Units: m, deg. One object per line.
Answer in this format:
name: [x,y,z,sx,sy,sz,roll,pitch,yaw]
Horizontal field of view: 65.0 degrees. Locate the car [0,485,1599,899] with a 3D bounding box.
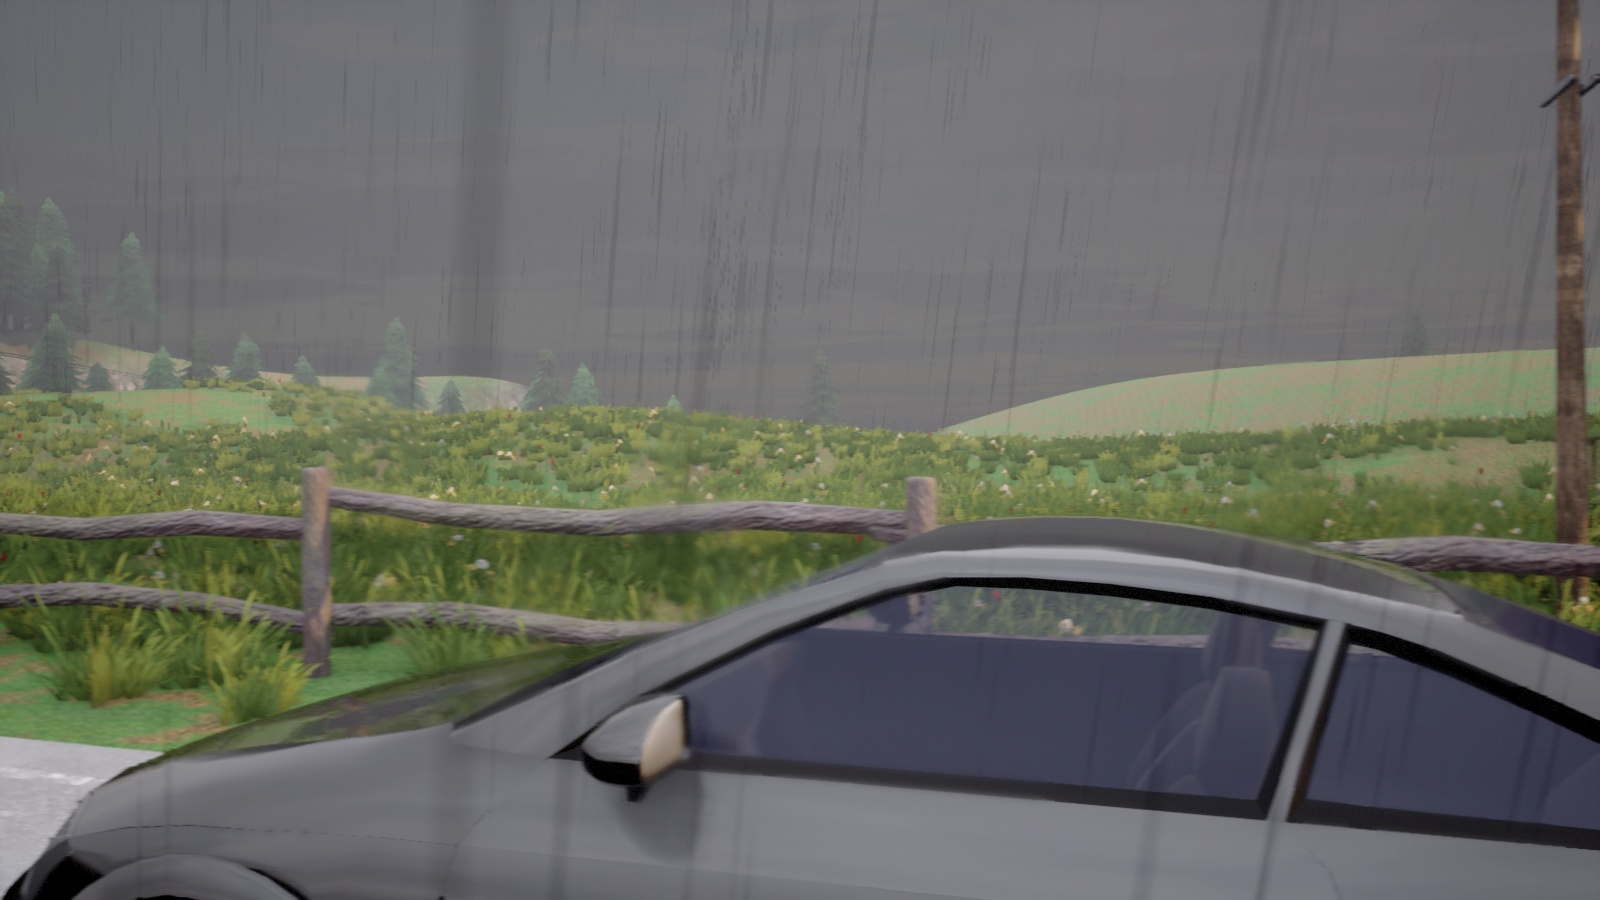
car: [0.297,0.847,2.777,4.181,1.385,1.994,1,1,19]
